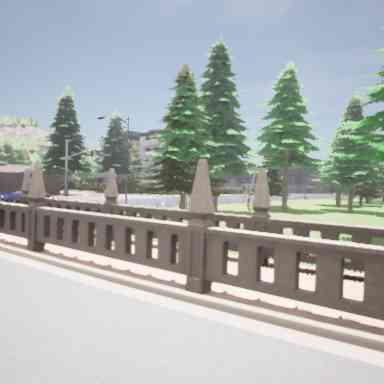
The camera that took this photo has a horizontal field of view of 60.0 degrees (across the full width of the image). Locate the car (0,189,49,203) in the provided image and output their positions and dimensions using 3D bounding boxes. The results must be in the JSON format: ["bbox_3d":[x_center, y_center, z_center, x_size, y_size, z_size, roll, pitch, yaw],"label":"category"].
[{"bbox_3d":[-17.032,0.389,34.042,1.812,1.442,4.674,3,2,38],"label":"car"}]
